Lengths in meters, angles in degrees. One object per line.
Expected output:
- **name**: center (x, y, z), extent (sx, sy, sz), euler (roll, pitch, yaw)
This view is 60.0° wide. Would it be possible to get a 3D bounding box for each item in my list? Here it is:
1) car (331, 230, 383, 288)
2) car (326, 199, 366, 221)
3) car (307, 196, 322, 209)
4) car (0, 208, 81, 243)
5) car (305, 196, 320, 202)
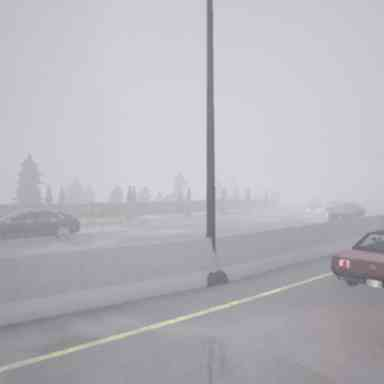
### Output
- **car**: center (5.468, 1.617, 8.389), extent (4.718, 1.301, 1.895), euler (0, 0, -41)
- **car**: center (12.065, 1.562, 25.749), extent (1.882, 1.535, 5.008), euler (0, 0, 38)
- **car**: center (18.706, 1.764, 50.713), extent (1.837, 1.490, 4.892), euler (0, -1, 23)
- **car**: center (-7.826, 1.568, 15.829), extent (4.892, 1.490, 1.837), euler (0, 0, -38)
- **car**: center (28.605, 1.657, 79.171), extent (1.837, 1.490, 4.892), euler (0, -1, 2)
